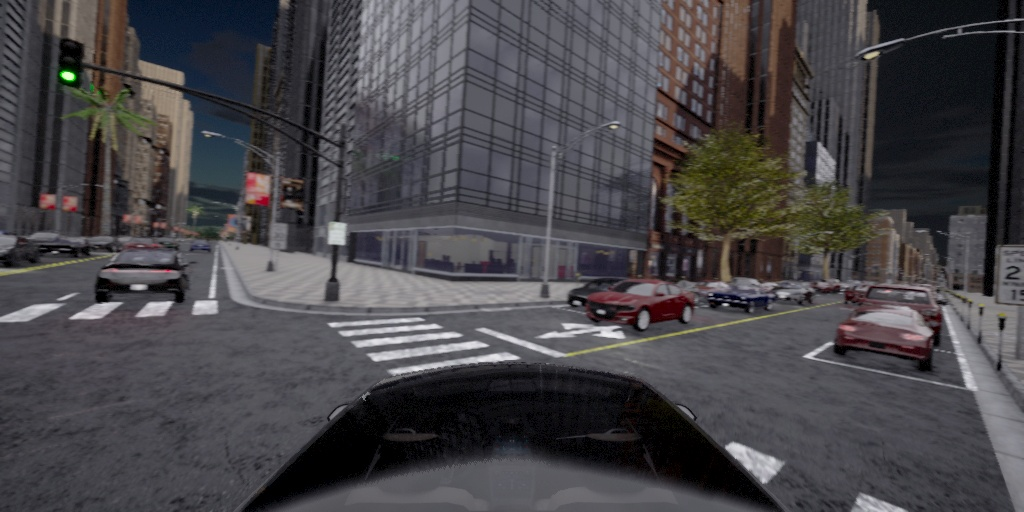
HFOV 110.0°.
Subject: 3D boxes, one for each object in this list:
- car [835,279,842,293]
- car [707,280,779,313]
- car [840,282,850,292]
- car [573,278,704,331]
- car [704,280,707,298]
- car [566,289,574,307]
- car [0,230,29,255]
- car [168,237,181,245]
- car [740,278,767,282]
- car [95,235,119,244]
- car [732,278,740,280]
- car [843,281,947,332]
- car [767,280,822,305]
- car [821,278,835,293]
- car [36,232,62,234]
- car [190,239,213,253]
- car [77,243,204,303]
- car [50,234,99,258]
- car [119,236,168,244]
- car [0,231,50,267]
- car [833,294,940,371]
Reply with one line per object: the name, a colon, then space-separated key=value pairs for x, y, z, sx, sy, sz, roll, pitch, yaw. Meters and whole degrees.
car: x=42.925 y=3.962 z=48.716 sx=5.009 sy=1.841 sz=2.192 roll=0 pitch=0 yaw=-40
car: x=12.150 y=2.169 z=18.965 sx=4.718 sy=1.301 sz=1.895 roll=4 pitch=0 yaw=-40
car: x=26.787 y=2.994 z=27.185 sx=5.008 sy=1.535 sz=1.882 roll=4 pitch=0 yaw=-40
car: x=4.595 y=1.552 z=12.568 sx=5.008 sy=1.535 sz=1.882 roll=4 pitch=0 yaw=-41
car: x=8.564 y=1.916 z=19.572 sx=4.313 sy=1.339 sz=1.948 roll=0 pitch=0 yaw=-40
car: x=4.268 y=1.636 z=15.928 sx=4.313 sy=1.339 sz=1.948 roll=0 pitch=0 yaw=-40
car: x=-33.721 y=-0.935 z=23.089 sx=1.882 sy=1.535 sz=5.008 roll=4 pitch=0 yaw=-39
car: x=-43.742 y=-1.639 z=45.717 sx=2.097 sy=1.767 sz=4.553 roll=4 pitch=0 yaw=-39
car: x=17.154 y=2.356 z=26.857 sx=4.097 sy=1.591 sz=1.967 roll=0 pitch=0 yaw=-40
car: x=-37.872 y=-1.145 z=33.282 sx=1.837 sy=1.490 sz=4.892 roll=4 pitch=0 yaw=-39
car: x=12.859 y=2.215 z=23.215 sx=4.207 sy=1.307 sz=1.802 roll=0 pitch=0 yaw=-40
car: x=14.061 y=1.974 z=13.063 sx=5.009 sy=1.841 sz=2.192 roll=0 pitch=0 yaw=-40
car: x=20.093 y=2.583 z=25.685 sx=4.902 sy=1.511 sz=2.128 roll=4 pitch=0 yaw=-40
car: x=38.630 y=3.902 z=45.072 sx=4.507 sy=1.381 sz=1.888 roll=0 pitch=0 yaw=-40
car: x=-40.357 y=-1.345 z=31.196 sx=1.882 sy=1.535 sz=5.008 roll=4 pitch=0 yaw=-39
car: x=-40.668 y=-1.430 z=46.957 sx=2.097 sy=1.767 sz=4.553 roll=4 pitch=0 yaw=-39
car: x=-11.563 y=0.533 z=11.540 sx=2.128 sy=1.511 sz=4.902 roll=4 pitch=0 yaw=-39
car: x=-31.253 y=-0.639 z=25.186 sx=1.895 sy=1.301 sz=4.718 roll=4 pitch=0 yaw=-39
car: x=-31.470 y=-0.881 z=30.753 sx=2.097 sy=1.767 sz=4.553 roll=4 pitch=0 yaw=-39
car: x=-25.031 y=-0.324 z=17.474 sx=1.812 sy=1.442 sz=4.674 roll=4 pitch=0 yaw=-39
car: x=9.765 y=1.962 z=9.420 sx=4.207 sy=1.307 sz=1.802 roll=0 pitch=0 yaw=-40
